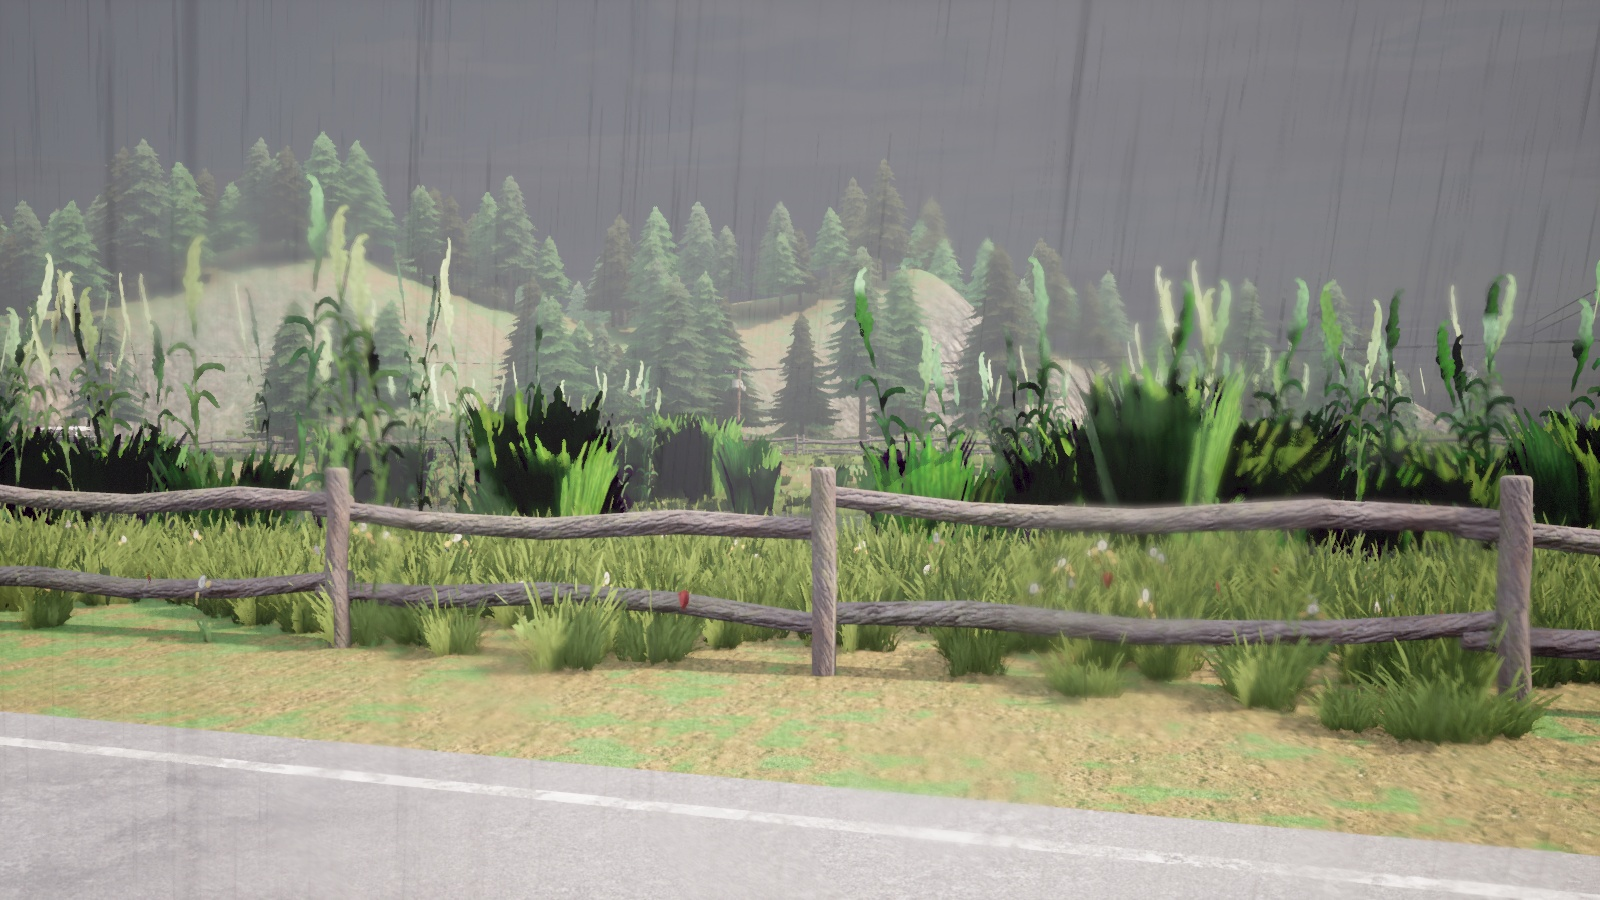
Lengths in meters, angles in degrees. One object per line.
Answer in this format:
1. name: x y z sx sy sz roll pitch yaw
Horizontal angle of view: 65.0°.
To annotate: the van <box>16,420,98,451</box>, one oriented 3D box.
1. van: -49.973 -0.956 84.538 4.480 2.038 2.069 0 1 10
